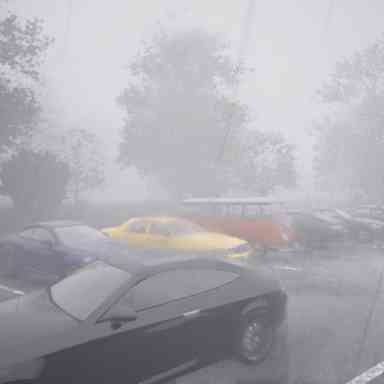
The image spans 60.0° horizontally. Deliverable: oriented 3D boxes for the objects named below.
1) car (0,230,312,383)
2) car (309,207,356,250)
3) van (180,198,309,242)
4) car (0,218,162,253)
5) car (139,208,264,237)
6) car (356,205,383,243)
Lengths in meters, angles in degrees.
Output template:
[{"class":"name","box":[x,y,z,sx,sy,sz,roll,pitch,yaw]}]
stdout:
[{"class":"car","box":[-0.723,1.512,4.242,4.674,1.442,1.812,0,0,-35]},{"class":"car","box":[3.992,1.454,13.906,4.674,1.452,2.002,-1,0,35]},{"class":"van","box":[1.641,1.204,12.158,4.442,1.987,1.878,-1,-1,35]},{"class":"car","box":[-3.323,1.509,8.819,4.674,1.452,2.002,-1,-1,35]},{"class":"car","box":[-0.738,1.444,10.419,5.366,1.575,1.946,-1,-1,35]},{"class":"car","box":[6.442,1.436,15.558,4.674,1.452,2.002,0,0,36]}]
